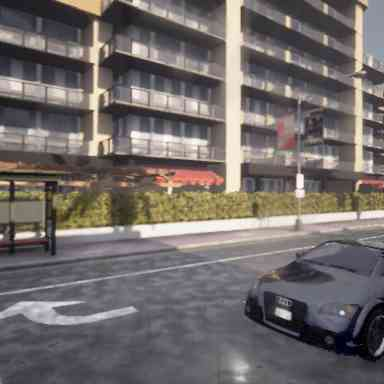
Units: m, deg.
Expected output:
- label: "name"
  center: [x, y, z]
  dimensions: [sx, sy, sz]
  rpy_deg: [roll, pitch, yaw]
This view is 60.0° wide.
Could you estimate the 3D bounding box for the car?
- label: "car"
  center: [2.941, 1.588, 5.984]
  dimensions: [4.181, 1.385, 1.994]
  rpy_deg: [0, 0, -36]
